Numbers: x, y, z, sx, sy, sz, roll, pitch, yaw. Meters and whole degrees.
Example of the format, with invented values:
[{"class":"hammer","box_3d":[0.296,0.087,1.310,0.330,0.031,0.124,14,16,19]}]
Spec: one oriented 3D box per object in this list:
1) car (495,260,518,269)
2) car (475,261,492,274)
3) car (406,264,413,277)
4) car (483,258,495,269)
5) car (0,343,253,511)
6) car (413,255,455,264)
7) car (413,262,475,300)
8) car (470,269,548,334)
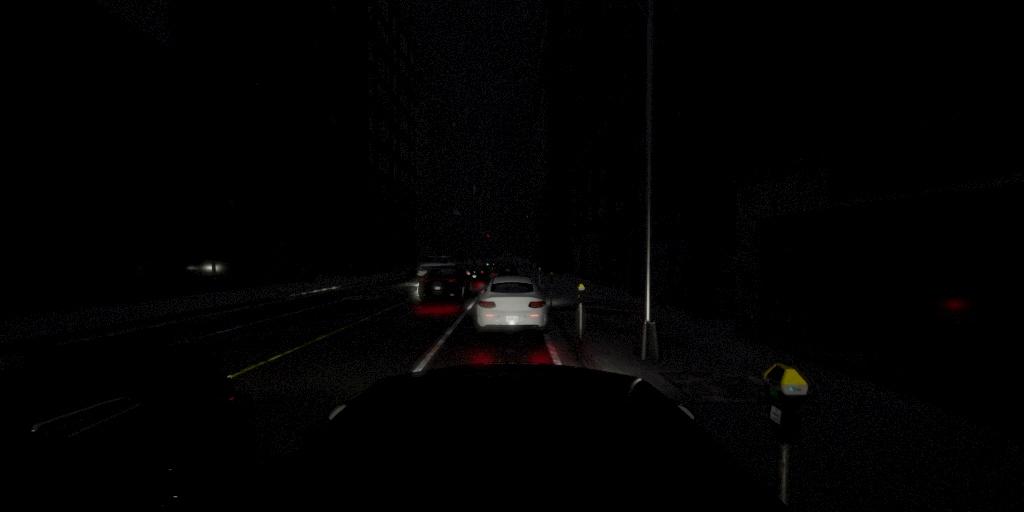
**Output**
[{"class":"car","box_3d":[-0.383,1.315,34.934,1.948,1.339,4.313,0,0,0]},{"class":"car","box_3d":[-3.050,1.349,31.541,1.895,1.301,4.718,0,0,0]},{"class":"car","box_3d":[-8.909,1.189,34.934,1.967,1.591,4.097,0,0,0]},{"class":"car","box_3d":[-3.053,1.105,47.258,2.097,1.767,4.553,0,0,0]},{"class":"car","box_3d":[-3.070,0.973,0.360,2.150,2.045,5.566,0,0,0]},{"class":"car","box_3d":[-6.243,0.969,30.019,2.150,2.045,5.566,0,0,0]},{"class":"car","box_3d":[-3.144,1.225,17.586,1.882,1.535,5.008,0,0,0]},{"class":"car","box_3d":[0.003,1.274,10.501,1.812,1.442,4.674,0,0,0]}]
